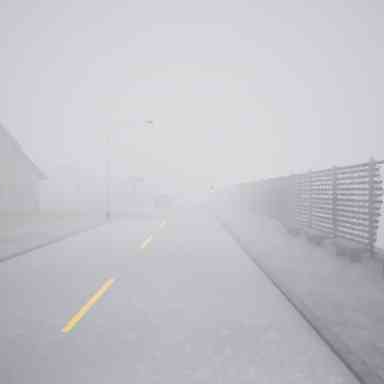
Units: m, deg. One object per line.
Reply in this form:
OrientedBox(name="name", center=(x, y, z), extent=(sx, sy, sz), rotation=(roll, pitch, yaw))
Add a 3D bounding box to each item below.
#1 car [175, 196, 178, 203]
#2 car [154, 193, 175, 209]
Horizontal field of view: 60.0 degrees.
OrientedBox(name="car", center=(-4.024, 1.516, 71.537), extent=(1.812, 1.442, 4.674), rotation=(0, 0, 0))
OrientedBox(name="car", center=(-4.016, 1.220, 46.559), extent=(2.150, 2.045, 5.566), rotation=(0, 0, 0))
